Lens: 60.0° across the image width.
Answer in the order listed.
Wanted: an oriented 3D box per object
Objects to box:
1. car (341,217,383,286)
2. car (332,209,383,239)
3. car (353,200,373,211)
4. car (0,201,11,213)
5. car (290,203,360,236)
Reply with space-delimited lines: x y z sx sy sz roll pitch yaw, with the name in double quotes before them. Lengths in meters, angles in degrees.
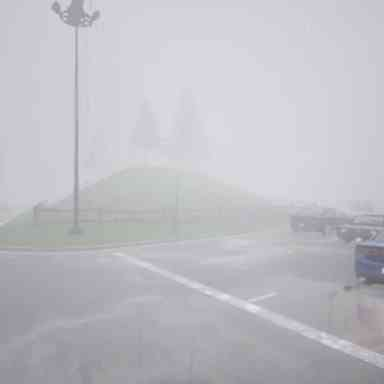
"car" 6.063 1.527 8.577 5.008 1.535 1.882 0 0 -39
"car" 8.580 1.688 15.326 4.718 1.301 1.895 0 0 -42
"car" 20.553 1.721 40.442 2.128 1.511 4.902 0 0 14
"car" -23.682 1.796 41.227 2.033 1.411 5.357 0 0 -23
"car" 7.590 1.588 19.199 5.008 1.535 1.882 0 0 -43
